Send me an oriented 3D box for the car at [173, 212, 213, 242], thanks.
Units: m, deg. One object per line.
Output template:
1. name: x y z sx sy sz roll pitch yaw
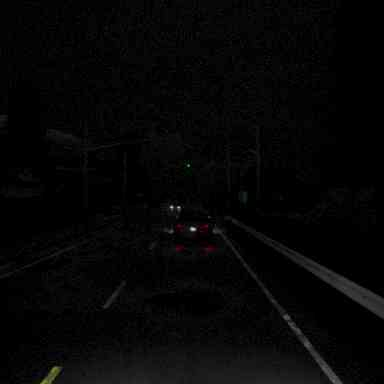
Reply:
1. car: 0.068 1.770 17.745 1.994 1.385 4.181 0 -1 0

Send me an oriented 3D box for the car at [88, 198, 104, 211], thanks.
1. car: -14.530 1.894 50.262 1.905 1.878 3.866 0 -1 -1

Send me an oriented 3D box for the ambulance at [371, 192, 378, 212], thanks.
1. ambulance: 19.798 1.258 36.186 6.366 2.431 2.351 0 -1 0

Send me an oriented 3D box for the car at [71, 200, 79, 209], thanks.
1. car: -20.237 2.111 54.537 2.242 1.667 4.611 0 -1 -1

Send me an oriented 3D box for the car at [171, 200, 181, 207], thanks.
1. car: -3.502 2.344 70.851 1.812 1.442 4.674 0 -1 0
